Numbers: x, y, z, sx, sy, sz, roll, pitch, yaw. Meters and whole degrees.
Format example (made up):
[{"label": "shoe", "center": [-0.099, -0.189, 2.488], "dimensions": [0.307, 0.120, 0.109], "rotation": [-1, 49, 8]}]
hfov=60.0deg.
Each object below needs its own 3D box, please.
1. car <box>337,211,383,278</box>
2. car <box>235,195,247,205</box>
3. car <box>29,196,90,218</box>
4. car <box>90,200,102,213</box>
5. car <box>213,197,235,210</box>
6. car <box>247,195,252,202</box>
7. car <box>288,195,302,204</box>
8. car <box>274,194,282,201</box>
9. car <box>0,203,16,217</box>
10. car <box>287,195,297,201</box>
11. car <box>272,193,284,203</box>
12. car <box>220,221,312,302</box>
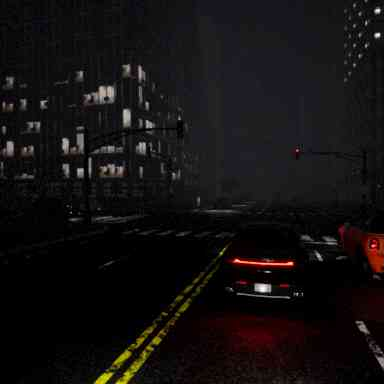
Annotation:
[{"label": "car", "center": [5.783, 1.347, 9.990], "dimensions": [2.097, 1.767, 4.553], "rotation": [0, 0, 15]}, {"label": "car", "center": [7.874, 1.489, 57.157], "dimensions": [1.812, 1.442, 4.674], "rotation": [0, 0, 15]}, {"label": "car", "center": [-11.655, 1.218, 28.731], "dimensions": [4.553, 1.767, 2.097], "rotation": [1, 1, 17]}, {"label": "car", "center": [-10.837, 1.342, 31.692], "dimensions": [4.674, 1.442, 1.812], "rotation": [1, 1, 17]}, {"label": "car", "center": [3.964, 1.504, 42.307], "dimensions": [1.812, 1.442, 4.674], "rotation": [0, 0, 15]}, {"label": "car", "center": [11.925, 1.442, 72.290], "dimensions": [1.837, 1.490, 4.892], "rotation": [0, 0, 15]}, {"label": "car", "center": [19.072, 1.446, 60.695], "dimensions": [2.128, 1.511, 4.902], "rotation": [0, 0, 15]}, {"label": "car", "center": [20.742, 1.240, 80.295], "dimensions": [1.882, 1.535, 5.008], "rotation": [0, 0, 15]}, {"label": "car", "center": [-16.622, 1.435, 27.359], "dimensions": [4.313, 1.339, 1.947], "rotation": [1, 1, 16]}, {"label": "car", "center": [23.886, 1.470, 79.469], "dimensions": [2.033, 1.411, 5.357], "rotation": [0, 0, 15]}, {"label": "car", "center": [18.110, 1.162, 70.246], "dimensions": [2.150, 2.045, 5.566], "rotation": [0, 0, 15]}, {"label": "car", "center": [1.904, 1.502, 8.407], "dimensions": [1.837, 1.490, 4.892], "rotation": [0, 0, 15]}]
